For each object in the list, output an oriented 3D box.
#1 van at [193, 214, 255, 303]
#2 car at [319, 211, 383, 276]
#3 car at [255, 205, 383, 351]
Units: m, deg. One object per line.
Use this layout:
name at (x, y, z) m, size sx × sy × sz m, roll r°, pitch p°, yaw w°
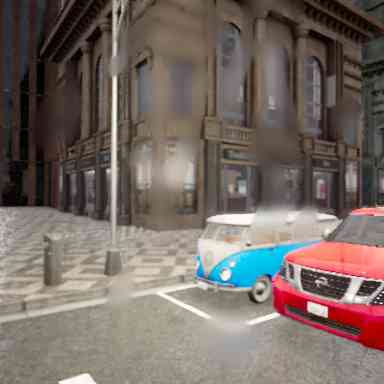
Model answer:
van at (1.941, 1.407, 8.031) m, size 3.998 × 1.788 × 1.690 m, roll 0°, pitch -1°, yaw -35°
car at (6.375, 1.544, 11.184) m, size 4.097 × 1.590 × 1.967 m, roll 0°, pitch -1°, yaw -35°
car at (3.965, 1.277, 6.178) m, size 5.566 × 2.045 × 2.150 m, roll 0°, pitch -1°, yaw -36°
